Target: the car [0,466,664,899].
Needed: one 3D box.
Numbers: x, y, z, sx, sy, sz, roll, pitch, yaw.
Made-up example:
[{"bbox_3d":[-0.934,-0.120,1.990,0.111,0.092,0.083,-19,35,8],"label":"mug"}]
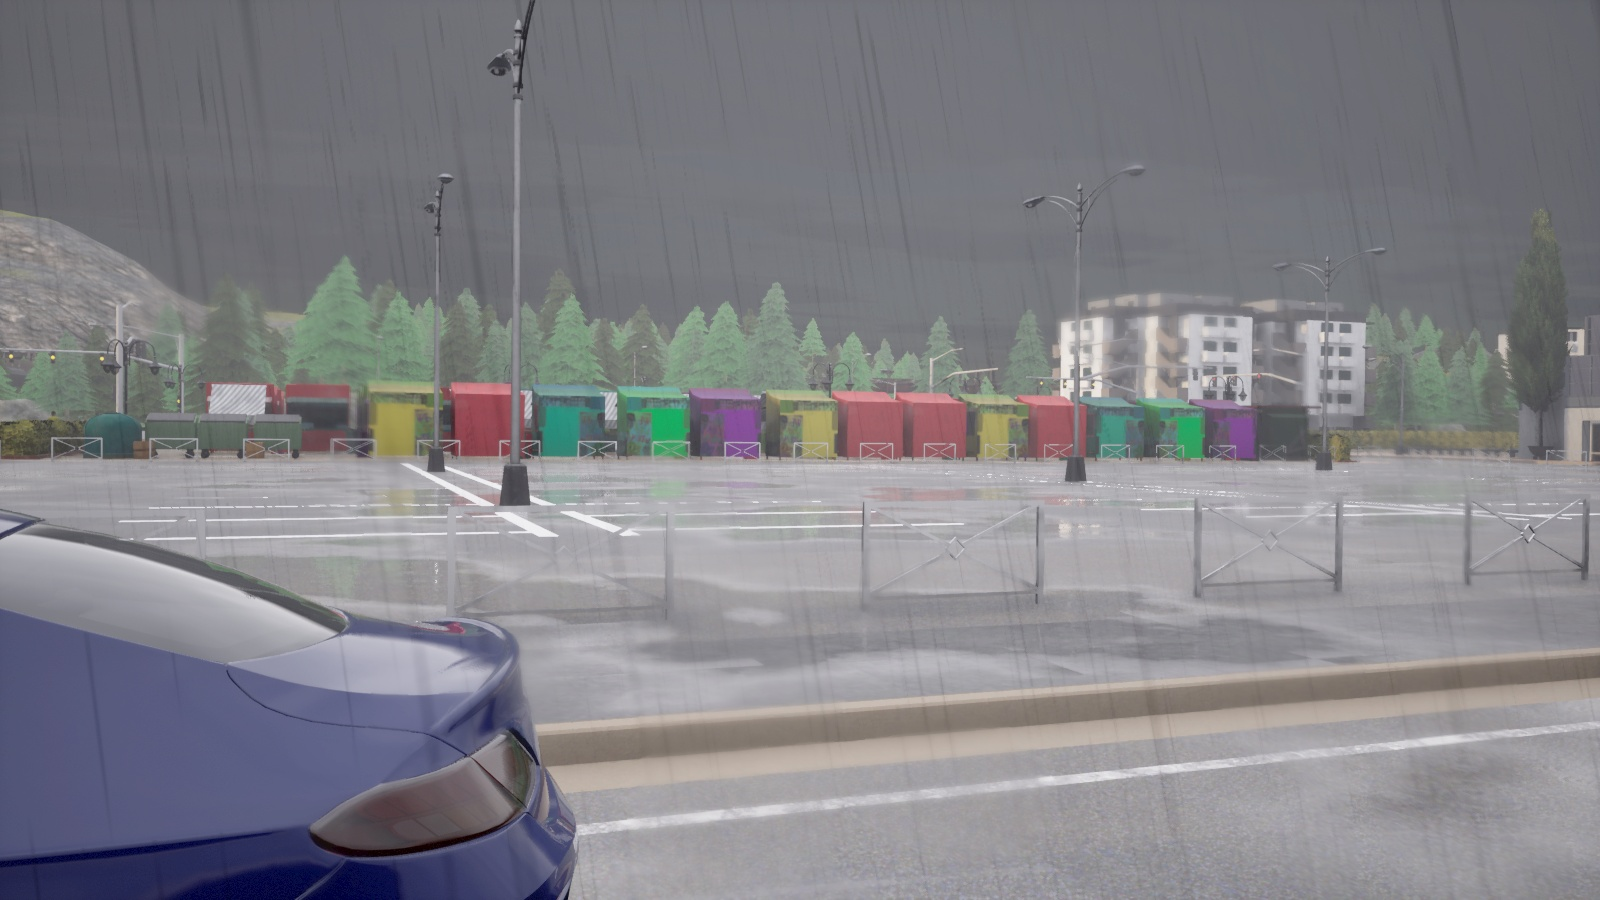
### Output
[{"bbox_3d":[-2.743,0.818,2.198,4.674,1.442,1.812,-1,1,-21],"label":"car"}]
